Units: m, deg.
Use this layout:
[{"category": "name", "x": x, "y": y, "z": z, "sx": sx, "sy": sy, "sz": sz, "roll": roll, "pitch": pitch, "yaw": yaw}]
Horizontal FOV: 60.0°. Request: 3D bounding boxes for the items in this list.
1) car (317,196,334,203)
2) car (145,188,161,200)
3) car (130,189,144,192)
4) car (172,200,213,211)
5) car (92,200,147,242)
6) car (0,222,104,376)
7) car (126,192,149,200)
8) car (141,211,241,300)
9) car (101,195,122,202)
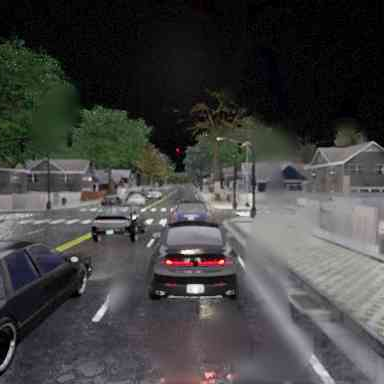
[{"category": "car", "x": 12.333, "y": 1.113, "z": 31.153, "sx": 4.674, "sy": 1.442, "sz": 1.812, "roll": -1, "pitch": 1, "yaw": -3}, {"category": "car", "x": -7.036, "y": 0.346, "z": 62.920, "sx": 2.150, "sy": 2.045, "sz": 5.566, "roll": 0, "pitch": 1, "yaw": 0}, {"category": "car", "x": -10.292, "y": 0.583, "z": 58.574, "sx": 2.097, "sy": 1.767, "sz": 4.553, "roll": 0, "pitch": 1, "yaw": 0}, {"category": "car", "x": 0.028, "y": 1.205, "z": 17.321, "sx": 2.097, "sy": 1.767, "sz": 4.553, "roll": 0, "pitch": 1, "yaw": 1}, {"category": "car", "x": -3.276, "y": 1.364, "z": 15.656, "sx": 2.128, "sy": 1.511, "sz": 4.902, "roll": 0, "pitch": 1, "yaw": 0}, {"category": "car", "x": -3.183, "y": 1.514, "z": 5.363, "sx": 2.033, "sy": 1.411, "sz": 5.357, "roll": 0, "pitch": 0, "yaw": -1}, {"category": "car", "x": -6.935, "y": 1.046, "z": 41.904, "sx": 1.812, "sy": 1.442, "sz": 4.674, "roll": 0, "pitch": 1, "yaw": -1}, {"category": "car", "x": 0.041, "y": 1.447, "z": 8.259, "sx": 1.837, "sy": 1.490, "sz": 4.892, "roll": 0, "pitch": 0, "yaw": 0}, {"category": "car", "x": -10.197, "y": 1.077, "z": 42.349, "sx": 1.994, "sy": 1.385, "sz": 4.181, "roll": 0, "pitch": 1, "yaw": 0}]
